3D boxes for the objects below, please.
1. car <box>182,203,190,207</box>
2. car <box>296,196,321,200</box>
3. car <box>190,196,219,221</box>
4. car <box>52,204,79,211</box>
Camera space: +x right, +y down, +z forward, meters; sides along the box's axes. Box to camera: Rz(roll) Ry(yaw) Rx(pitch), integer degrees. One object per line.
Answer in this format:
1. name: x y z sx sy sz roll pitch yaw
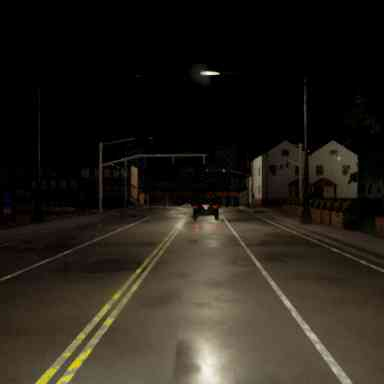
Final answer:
1. car: -0.944 3.007 66.033 1.812 1.442 4.674 0 -9 3
2. car: 16.700 1.537 49.726 5.566 2.045 2.150 0 0 2
3. car: 1.233 1.406 29.651 2.150 2.045 5.566 0 0 2
4. car: -18.149 2.340 46.944 4.181 1.385 1.994 -4 0 2
